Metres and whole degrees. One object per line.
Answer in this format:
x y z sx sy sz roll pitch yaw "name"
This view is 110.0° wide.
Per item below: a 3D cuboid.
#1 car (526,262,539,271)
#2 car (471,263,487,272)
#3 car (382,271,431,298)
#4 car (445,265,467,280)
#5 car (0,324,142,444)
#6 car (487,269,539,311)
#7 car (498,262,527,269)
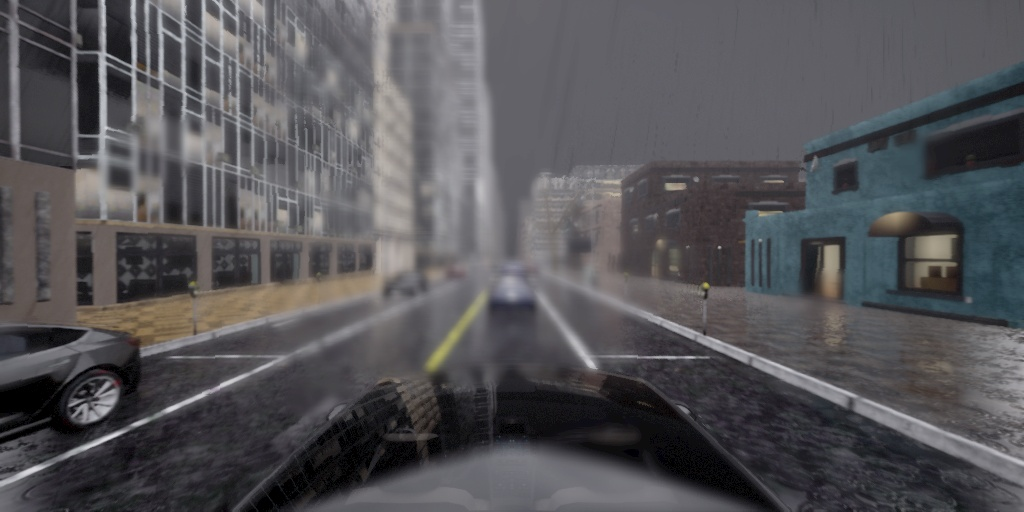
2.754 1.768 47.995 1.802 1.307 4.207 0 0 0 "car"
-5.756 1.845 59.345 2.007 1.370 4.403 0 0 0 "car"
-5.679 1.486 19.840 1.948 1.339 4.313 0 0 0 "car"
-5.667 1.625 36.771 1.888 1.381 4.507 0 0 0 "car"
-5.690 1.327 2.908 1.948 1.339 4.313 0 0 0 "car"
0.032 1.441 15.262 1.994 1.385 4.181 0 0 1 "car"
0.050 1.503 31.094 1.882 1.535 5.008 0 0 1 "car"
